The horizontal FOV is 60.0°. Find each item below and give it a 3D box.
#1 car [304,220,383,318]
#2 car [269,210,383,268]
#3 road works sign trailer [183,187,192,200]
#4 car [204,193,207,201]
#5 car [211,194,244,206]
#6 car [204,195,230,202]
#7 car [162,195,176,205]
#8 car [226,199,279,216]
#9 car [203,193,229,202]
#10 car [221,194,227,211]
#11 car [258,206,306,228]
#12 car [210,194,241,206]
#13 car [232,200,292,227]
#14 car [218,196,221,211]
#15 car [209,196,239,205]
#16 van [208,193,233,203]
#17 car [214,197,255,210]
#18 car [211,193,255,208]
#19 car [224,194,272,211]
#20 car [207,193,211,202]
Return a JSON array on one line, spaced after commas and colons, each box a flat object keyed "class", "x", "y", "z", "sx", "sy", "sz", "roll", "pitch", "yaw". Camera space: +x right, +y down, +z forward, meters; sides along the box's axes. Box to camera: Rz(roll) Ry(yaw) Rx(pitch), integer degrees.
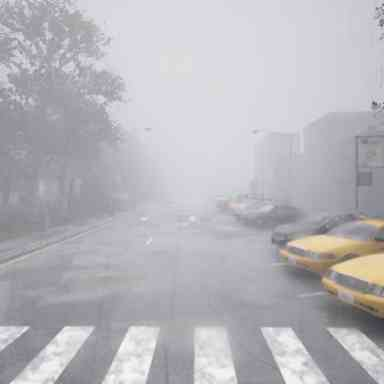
[{"class": "car", "x": 5.137, "y": 1.467, "z": 6.563, "sx": 5.366, "sy": 1.575, "sz": 1.946, "roll": 1, "pitch": 0, "yaw": -20}, {"class": "car", "x": 5.140, "y": 1.461, "z": 9.565, "sx": 5.366, "sy": 1.575, "sz": 1.946, "roll": 1, "pitch": 0, "yaw": -20}, {"class": "road works sign trailer", "x": -0.725, "y": 0.479, "z": 94.432, "sx": 2.880, "sy": 3.560, "sz": 2.380, "roll": 0, "pitch": 0, "yaw": -41}, {"class": "car", "x": 5.580, "y": 1.445, "z": 63.669, "sx": 5.008, "sy": 1.535, "sz": 2.097, "roll": 1, "pitch": 0, "yaw": -20}, {"class": "car", "x": 5.492, "y": 1.302, "z": 51.648, "sx": 4.553, "sy": 1.767, "sz": 2.185, "roll": 1, "pitch": 0, "yaw": -20}, {"class": "car", "x": 5.443, "y": 1.455, "z": 72.613, "sx": 5.366, "sy": 1.575, "sz": 1.946, "roll": 1, "pitch": 0, "yaw": -20}, {"class": "car", "x": -3.894, "y": 1.302, "z": 57.491, "sx": 2.097, "sy": 1.767, "sz": 4.553, "roll": 0, "pitch": 0, "yaw": 0}, {"class": "car", "x": 5.334, "y": 1.465, "z": 24.621, "sx": 4.792, "sy": 1.488, "sz": 2.163, "roll": 1, "pitch": 0, "yaw": -20}, {"class": "car", "x": 5.653, "y": 1.220, "z": 78.706, "sx": 5.566, "sy": 2.045, "sz": 2.435, "roll": 1, "pitch": 0, "yaw": -20}, {"class": "car", "x": 5.426, "y": 1.303, "z": 30.642, "sx": 4.553, "sy": 1.767, "sz": 2.185, "roll": 1, "pitch": 0, "yaw": -20}, {"class": "car", "x": 5.327, "y": 1.461, "z": 12.629, "sx": 4.892, "sy": 1.521, "sz": 2.231, "roll": 1, "pitch": 0, "yaw": -20}, {"class": "car", "x": 5.510, "y": 1.306, "z": 54.649, "sx": 4.553, "sy": 1.767, "sz": 2.185, "roll": 1, "pitch": 0, "yaw": -20}, {"class": "car", "x": 5.350, "y": 1.482, "z": 21.630, "sx": 4.674, "sy": 1.452, "sz": 2.002, "roll": 1, "pitch": 0, "yaw": -20}, {"class": "car", "x": 5.407, "y": 1.466, "z": 33.639, "sx": 4.674, "sy": 1.452, "sz": 2.002, "roll": 1, "pitch": 0, "yaw": -20}, {"class": "car", "x": 5.559, "y": 1.476, "z": 57.657, "sx": 4.674, "sy": 1.452, "sz": 2.002, "roll": 1, "pitch": 0, "yaw": -20}, {"class": "van", "x": 5.711, "y": 1.226, "z": 66.714, "sx": 4.442, "sy": 1.987, "sz": 1.878, "roll": 1, "pitch": 0, "yaw": -20}, {"class": "car", "x": 5.438, "y": 1.453, "z": 42.632, "sx": 4.792, "sy": 1.488, "sz": 2.163, "roll": 1, "pitch": 0, "yaw": -20}, {"class": "car", "x": 5.419, "y": 1.173, "z": 36.617, "sx": 5.566, "sy": 2.045, "sz": 2.435, "roll": 1, "pitch": 0, "yaw": -20}, {"class": "car", "x": 5.409, "y": 1.307, "z": 27.641, "sx": 4.553, "sy": 1.767, "sz": 2.185, "roll": 1, "pitch": 0, "yaw": -20}, {"class": "car", "x": 5.463, "y": 1.172, "z": 45.634, "sx": 5.566, "sy": 2.045, "sz": 2.435, "roll": 1, "pitch": 0, "yaw": -20}]
